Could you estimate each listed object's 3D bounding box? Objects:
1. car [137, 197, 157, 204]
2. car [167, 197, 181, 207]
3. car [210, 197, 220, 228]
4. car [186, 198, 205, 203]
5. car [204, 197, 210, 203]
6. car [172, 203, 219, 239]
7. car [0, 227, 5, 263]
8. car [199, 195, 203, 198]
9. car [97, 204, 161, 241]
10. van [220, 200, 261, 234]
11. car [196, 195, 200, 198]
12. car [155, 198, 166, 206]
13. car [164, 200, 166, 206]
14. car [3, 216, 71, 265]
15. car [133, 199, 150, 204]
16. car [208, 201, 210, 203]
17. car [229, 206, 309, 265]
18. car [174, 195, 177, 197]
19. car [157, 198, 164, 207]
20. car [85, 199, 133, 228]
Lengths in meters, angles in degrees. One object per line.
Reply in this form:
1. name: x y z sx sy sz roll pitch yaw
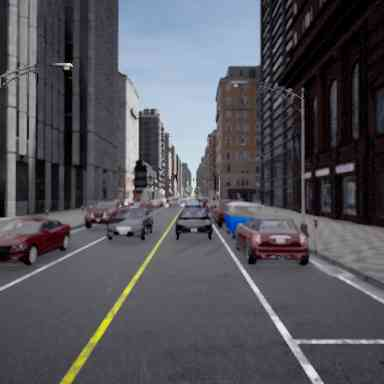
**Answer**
1. car: -5.857 1.551 40.121 2.192 1.841 5.009 1 0 0
2. car: -3.065 1.946 58.051 1.895 1.301 4.718 0 0 1
3. car: 2.673 1.450 23.242 2.192 1.841 5.009 1 0 0
4. car: 0.092 1.686 35.503 1.882 1.535 5.008 0 0 0
5. car: 2.668 1.676 40.113 1.967 1.590 4.097 1 0 0
6. car: 0.096 1.596 18.122 2.128 1.511 4.902 0 0 0
7. car: -5.851 1.602 6.373 1.947 1.339 4.313 1 0 0
8. car: 2.666 1.620 51.363 2.192 1.841 5.009 1 0 0
9. car: -3.104 1.592 17.508 2.128 1.511 4.902 0 0 0
10. van: 2.674 1.443 17.618 1.690 1.788 3.998 1 0 0
11. car: 2.655 2.121 89.629 1.802 1.307 4.206 1 0 0
12. car: -5.864 1.897 62.448 1.752 1.417 4.829 1 0 0
13. car: -5.863 1.883 56.993 1.887 1.381 4.507 1 0 0
14. car: -5.852 1.614 11.997 1.887 1.381 4.507 1 0 0
15. car: -5.858 1.747 34.495 1.887 1.381 4.507 1 0 0
16. car: 2.669 1.719 28.865 2.008 1.369 4.403 1 0 0
17. car: 2.674 1.509 11.993 1.967 1.590 4.097 1 0 0
18. car: -5.871 2.083 89.637 1.887 1.381 4.507 1 0 0
19. car: -5.861 1.829 51.199 1.752 1.417 4.829 1 0 0
20. car: -5.853 1.450 23.247 2.192 1.841 5.009 1 0 0
